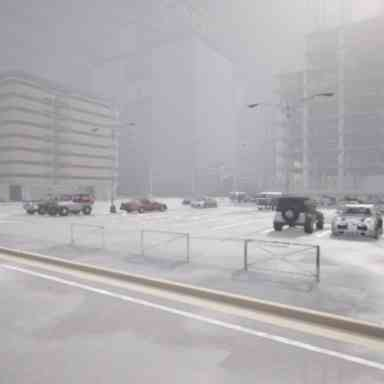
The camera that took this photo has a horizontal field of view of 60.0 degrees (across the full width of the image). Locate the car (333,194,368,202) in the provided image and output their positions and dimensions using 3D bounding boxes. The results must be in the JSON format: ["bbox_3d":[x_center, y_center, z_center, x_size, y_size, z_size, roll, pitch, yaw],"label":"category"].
[{"bbox_3d":[15.547,1.138,32.506,1.932,1.855,4.605,0,0,34],"label":"car"}]

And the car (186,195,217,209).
[{"bbox_3d":[1.492,1.335,41.887,1.970,1.475,3.806,0,0,34],"label":"car"}]

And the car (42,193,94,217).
[{"bbox_3d":[-10.524,1.089,28.923,1.905,1.878,3.866,0,0,34],"label":"car"}]

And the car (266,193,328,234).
[{"bbox_3d":[5.761,1.142,17.974,1.905,1.878,3.866,0,0,34],"label":"car"}]

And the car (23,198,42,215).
[{"bbox_3d":[-12.892,1.079,30.588,1.932,1.855,4.605,0,0,34],"label":"car"}]

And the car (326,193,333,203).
[{"bbox_3d":[19.374,1.122,48.095,1.932,1.855,4.605,0,0,34],"label":"car"}]

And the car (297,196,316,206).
[{"bbox_3d":[17.122,1.326,49.555,1.784,1.438,3.905,0,0,34],"label":"car"}]

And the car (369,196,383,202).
[{"bbox_3d":[17.912,1.356,30.833,1.784,1.438,3.905,0,0,34],"label":"car"}]

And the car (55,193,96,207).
[{"bbox_3d":[-17.185,1.109,49.420,2.150,2.045,5.566,0,0,34],"label":"car"}]

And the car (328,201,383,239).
[{"bbox_3d":[8.154,1.389,16.345,1.970,1.475,3.806,0,0,34],"label":"car"}]
